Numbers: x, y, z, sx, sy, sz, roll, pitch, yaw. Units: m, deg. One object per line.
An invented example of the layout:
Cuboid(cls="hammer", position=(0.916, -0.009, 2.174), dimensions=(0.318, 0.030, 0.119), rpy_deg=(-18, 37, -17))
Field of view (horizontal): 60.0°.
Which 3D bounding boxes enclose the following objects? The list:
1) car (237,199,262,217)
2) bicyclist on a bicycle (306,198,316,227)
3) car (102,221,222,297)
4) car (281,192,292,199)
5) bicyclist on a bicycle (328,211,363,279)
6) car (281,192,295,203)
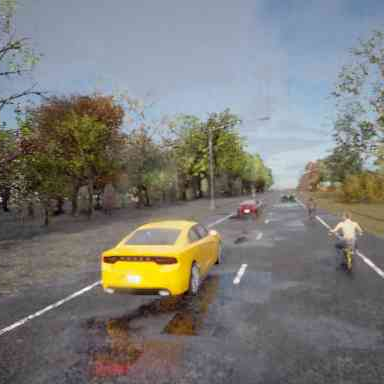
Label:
Cuboid(cls="car", position=(4.959, 1.323, 28.571), dimensions=(1.812, 1.442, 4.674), rpy_deg=(-2, 0, 15))
Cuboid(cls="bicyclist on a bicycle", position=(6.834, 1.168, 18.952), dimensions=(0.582, 1.620, 1.656), rpy_deg=(-2, 0, 15))
Cuboid(cls="car", position=(-0.479, 1.499, 8.825), dimensions=(1.882, 1.535, 5.008), rpy_deg=(-2, 0, 15))
Cuboid(cls="car", position=(20.114, 0.725, 70.804), dimensions=(1.994, 1.385, 4.181), rpy_deg=(-2, 0, 15))
Cuboid(cls="bicyclist on a bicycle", position=(3.933, 1.272, 8.432), dimensions=(0.866, 1.612, 1.509), rpy_deg=(-2, 0, 15))
Cuboid(cls="car", position=(15.395, 0.716, 53.322), dimensions=(2.097, 1.767, 4.553), rpy_deg=(-2, 0, 16))
